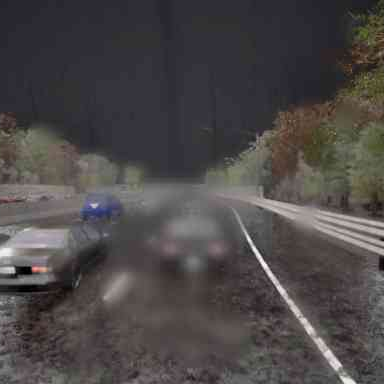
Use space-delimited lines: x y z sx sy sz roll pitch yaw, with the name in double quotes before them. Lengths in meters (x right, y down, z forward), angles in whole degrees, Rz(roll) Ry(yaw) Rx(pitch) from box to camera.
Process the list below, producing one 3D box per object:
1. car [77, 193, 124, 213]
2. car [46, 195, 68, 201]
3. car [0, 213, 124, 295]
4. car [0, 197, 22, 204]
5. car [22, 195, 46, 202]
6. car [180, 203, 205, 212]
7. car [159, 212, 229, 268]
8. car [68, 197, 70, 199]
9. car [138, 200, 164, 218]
"car" -6.941 1.123 26.416 2.150 2.045 5.566 0 0 1
"car" -21.064 1.322 53.336 1.837 1.490 4.892 0 1 0
"car" -3.456 1.512 8.784 2.033 1.411 5.357 0 0 0
"car" -28.060 1.422 51.870 1.895 1.301 4.718 0 0 0
"car" -24.562 1.322 53.186 1.837 1.490 4.892 0 1 0
"car" 0.056 1.502 26.056 1.895 1.301 4.718 0 0 0
"car" 0.060 1.557 11.054 1.895 1.301 4.718 0 0 0
"car" -17.569 1.420 53.184 1.895 1.301 4.718 0 0 0
"car" -3.431 1.418 28.485 1.812 1.442 4.674 0 0 0
